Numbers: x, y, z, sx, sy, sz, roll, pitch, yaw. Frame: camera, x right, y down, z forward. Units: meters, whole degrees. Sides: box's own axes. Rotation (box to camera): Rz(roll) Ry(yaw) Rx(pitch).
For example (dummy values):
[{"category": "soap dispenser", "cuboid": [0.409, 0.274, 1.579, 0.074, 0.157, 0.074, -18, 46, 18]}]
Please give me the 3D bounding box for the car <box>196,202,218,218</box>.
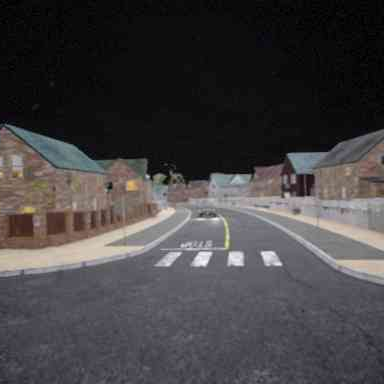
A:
[{"category": "car", "cuboid": [1.593, 1.863, 34.901, 1.837, 1.490, 4.892, -2, 0, 1]}]
